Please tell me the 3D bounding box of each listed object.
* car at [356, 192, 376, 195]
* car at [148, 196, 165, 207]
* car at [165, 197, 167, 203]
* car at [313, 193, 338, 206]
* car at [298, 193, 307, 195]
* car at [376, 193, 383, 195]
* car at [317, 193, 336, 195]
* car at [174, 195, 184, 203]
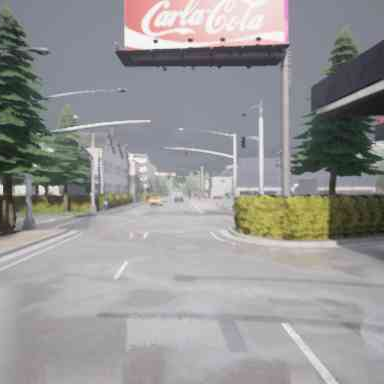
[{"bbox_3d":[35.593,0.907,69.129,1.905,1.878,3.866,0,0,-3],"label":"car"},{"bbox_3d":[-5.558,1.407,50.835,1.882,1.535,5.008,0,0,-2],"label":"car"},{"bbox_3d":[-6.129,1.493,66.873,1.895,1.301,4.718,0,0,-2],"label":"car"},{"bbox_3d":[20.413,1.059,51.085,1.932,1.855,4.605,0,0,-3],"label":"car"},{"bbox_3d":[22.811,1.063,68.586,2.152,1.636,5.027,0,0,-3],"label":"car"},{"bbox_3d":[38.479,0.909,69.665,1.932,1.855,4.605,0,0,-3],"label":"car"},{"bbox_3d":[17.464,1.074,43.084,1.905,1.878,3.866,0,0,-3],"label":"car"},{"bbox_3d":[-2.621,1.370,66.832,2.128,1.511,4.902,0,0,-2],"label":"car"}]
